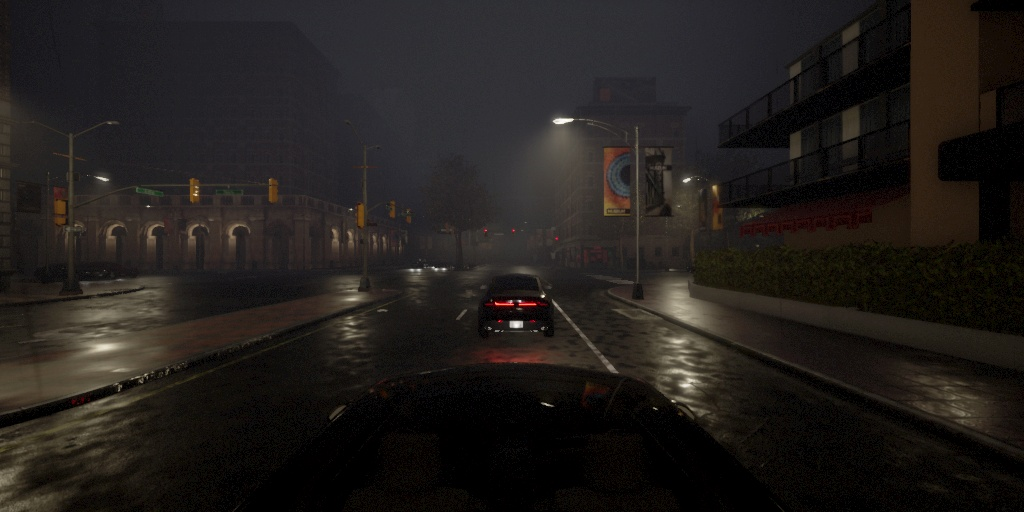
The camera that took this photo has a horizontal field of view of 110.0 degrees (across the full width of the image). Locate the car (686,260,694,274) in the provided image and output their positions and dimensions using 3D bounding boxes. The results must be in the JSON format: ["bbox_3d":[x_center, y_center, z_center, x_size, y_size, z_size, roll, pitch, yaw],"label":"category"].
[{"bbox_3d":[21.863,1.351,39.565,4.718,1.301,1.895,0,0,0],"label":"car"}]

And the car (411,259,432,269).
[{"bbox_3d":[-14.862,1.241,57.928,2.128,1.511,4.902,0,0,0],"label":"car"}]

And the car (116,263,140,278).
[{"bbox_3d":[-36.677,1.228,32.351,5.008,1.535,1.882,0,0,0],"label":"car"}]

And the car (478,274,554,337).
[{"bbox_3d":[0.109,1.255,10.304,1.837,1.490,4.892,0,0,0],"label":"car"}]

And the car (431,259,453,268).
[{"bbox_3d":[-11.357,1.314,58.700,1.994,1.385,4.181,0,0,0],"label":"car"}]

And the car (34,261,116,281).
[{"bbox_3d":[-35.541,1.275,28.951,4.674,1.442,1.812,0,0,0],"label":"car"}]
